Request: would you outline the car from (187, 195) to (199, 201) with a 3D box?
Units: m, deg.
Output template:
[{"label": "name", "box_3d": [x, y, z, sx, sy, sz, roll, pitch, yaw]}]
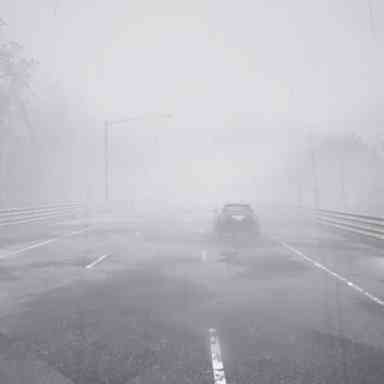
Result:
[{"label": "car", "box_3d": [-0.063, 1.621, 85.755, 2.033, 1.411, 5.357, 0, 0, 7]}]

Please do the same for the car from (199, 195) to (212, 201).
[{"label": "car", "box_3d": [3.467, 1.676, 85.835, 1.895, 1.301, 4.718, 0, 0, 7]}]

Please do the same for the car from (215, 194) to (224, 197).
[{"label": "car", "box_3d": [7.028, 1.437, 86.204, 2.097, 1.767, 4.553, 0, 0, 7]}]

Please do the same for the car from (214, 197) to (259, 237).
[{"label": "car", "box_3d": [2.327, 1.357, 18.293, 2.097, 1.767, 4.553, 0, 0, 2]}]
